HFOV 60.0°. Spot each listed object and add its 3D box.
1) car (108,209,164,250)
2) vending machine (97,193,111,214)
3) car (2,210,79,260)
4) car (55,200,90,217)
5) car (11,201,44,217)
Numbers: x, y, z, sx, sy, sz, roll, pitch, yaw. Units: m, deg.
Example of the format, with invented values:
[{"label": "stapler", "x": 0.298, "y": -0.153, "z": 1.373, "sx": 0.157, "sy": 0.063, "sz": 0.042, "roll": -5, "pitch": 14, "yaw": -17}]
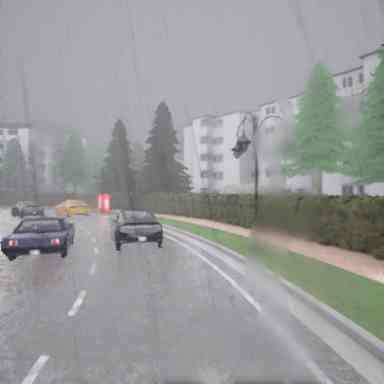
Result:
[{"label": "car", "x": -2.492, "y": 1.467, "z": 14.318, "sx": 2.128, "sy": 1.511, "sz": 4.902, "roll": 0, "pitch": 0, "yaw": -17}, {"label": "vending machine", "x": -8.990, "y": 1.149, "z": 34.129, "sx": 1.100, "sy": 2.100, "sz": 0.880, "roll": 0, "pitch": 0, "yaw": -41}, {"label": "car", "x": -5.502, "y": 1.592, "z": 12.506, "sx": 1.895, "sy": 1.301, "sz": 4.718, "roll": 0, "pitch": 0, "yaw": -16}, {"label": "car", "x": -10.865, "y": 1.448, "z": 30.035, "sx": 1.882, "sy": 1.535, "sz": 5.008, "roll": 0, "pitch": 0, "yaw": -37}, {"label": "car", "x": -14.151, "y": 1.478, "z": 28.561, "sx": 2.128, "sy": 1.511, "sz": 4.902, "roll": 0, "pitch": 0, "yaw": -39}]
